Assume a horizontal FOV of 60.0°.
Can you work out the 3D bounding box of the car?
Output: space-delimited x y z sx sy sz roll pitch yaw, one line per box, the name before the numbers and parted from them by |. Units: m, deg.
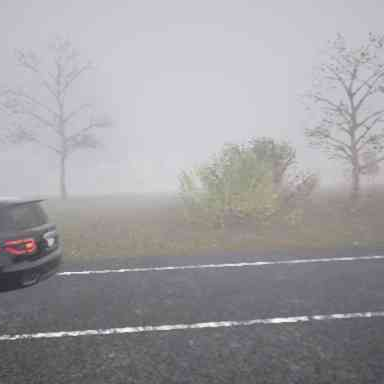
car | -5.484 1.187 6.476 5.566 2.045 2.150 -2 2 -4
